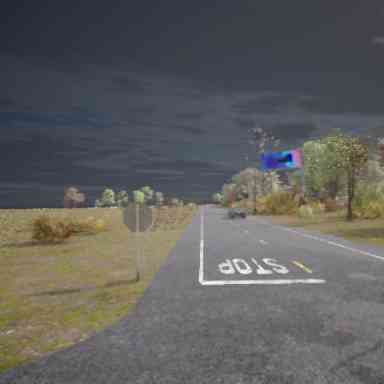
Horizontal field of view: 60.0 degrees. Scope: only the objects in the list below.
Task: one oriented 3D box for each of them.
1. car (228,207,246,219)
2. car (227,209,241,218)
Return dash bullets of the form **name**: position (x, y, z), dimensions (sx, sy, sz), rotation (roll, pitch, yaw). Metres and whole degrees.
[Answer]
- **car**: position (6.884, 3.073, 50.155), dimensions (2.097, 1.767, 4.553), rotation (-1, -2, 2)
- **car**: position (7.014, 3.519, 55.533), dimensions (1.895, 1.301, 4.718), rotation (-1, -2, 2)
